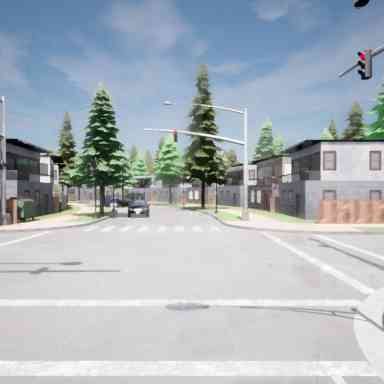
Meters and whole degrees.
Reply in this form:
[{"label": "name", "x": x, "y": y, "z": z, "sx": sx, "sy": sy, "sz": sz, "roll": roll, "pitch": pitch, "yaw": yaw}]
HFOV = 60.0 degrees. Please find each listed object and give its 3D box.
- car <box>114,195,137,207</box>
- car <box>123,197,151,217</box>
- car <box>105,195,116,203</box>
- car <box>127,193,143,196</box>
[{"label": "car", "x": -9.849, "y": 1.566, "z": 49.292, "sx": 1.895, "sy": 1.301, "sz": 4.718, "roll": 0, "pitch": 0, "yaw": -24}, {"label": "car", "x": -4.844, "y": 1.457, "z": 30.545, "sx": 2.128, "sy": 1.511, "sz": 4.902, "roll": 0, "pitch": 0, "yaw": -7}, {"label": "car", "x": -16.518, "y": 1.318, "z": 66.760, "sx": 2.097, "sy": 1.767, "sz": 4.553, "roll": 0, "pitch": 0, "yaw": -45}, {"label": "car", "x": -10.401, "y": 1.187, "z": 58.418, "sx": 2.150, "sy": 2.045, "sz": 5.566, "roll": 0, "pitch": 0, "yaw": -36}]
